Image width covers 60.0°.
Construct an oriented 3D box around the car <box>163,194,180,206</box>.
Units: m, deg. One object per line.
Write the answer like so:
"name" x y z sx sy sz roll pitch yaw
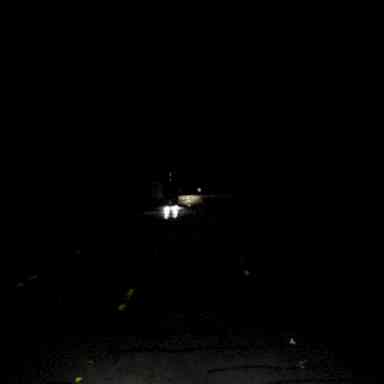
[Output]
"car" -2.639 1.014 43.016 2.128 1.511 4.902 -1 1 0
